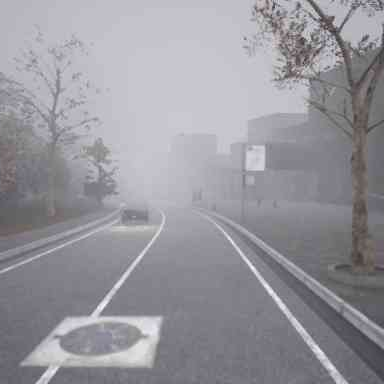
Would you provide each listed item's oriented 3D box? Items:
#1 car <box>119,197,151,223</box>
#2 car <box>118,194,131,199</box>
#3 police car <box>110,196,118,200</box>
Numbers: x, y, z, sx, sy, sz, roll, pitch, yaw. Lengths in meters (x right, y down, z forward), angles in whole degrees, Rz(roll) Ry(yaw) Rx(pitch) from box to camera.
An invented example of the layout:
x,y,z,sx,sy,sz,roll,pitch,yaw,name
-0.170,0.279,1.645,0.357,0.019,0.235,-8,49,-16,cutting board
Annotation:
x,y,z,sx,sy,sz,roll,pitch,yaw,name
-4.058,1.373,24.633,1.882,1.535,5.008,0,0,-5,car
-12.476,1.455,64.077,1.895,1.301,4.718,-2,1,-20,car
-20.713,1.233,93.072,1.930,1.638,5.238,-3,1,-26,police car
